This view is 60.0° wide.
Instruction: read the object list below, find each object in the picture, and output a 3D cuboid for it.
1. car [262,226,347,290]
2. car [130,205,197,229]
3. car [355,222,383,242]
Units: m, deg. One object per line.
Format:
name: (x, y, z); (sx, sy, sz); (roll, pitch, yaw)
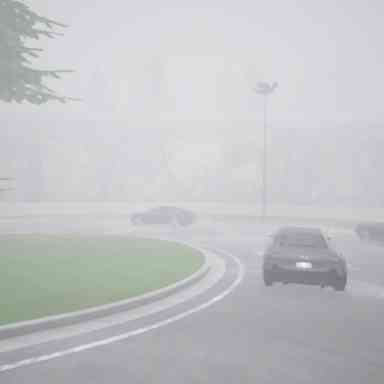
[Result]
car: (3.108, 1.682, 9.603); (1.994, 1.385, 4.181); (1, 0, 15)
car: (-2.049, 1.700, 23.479); (4.892, 1.490, 1.837); (0, -2, 22)
car: (9.808, 1.835, 15.271); (1.895, 1.301, 4.718); (1, -1, -13)
